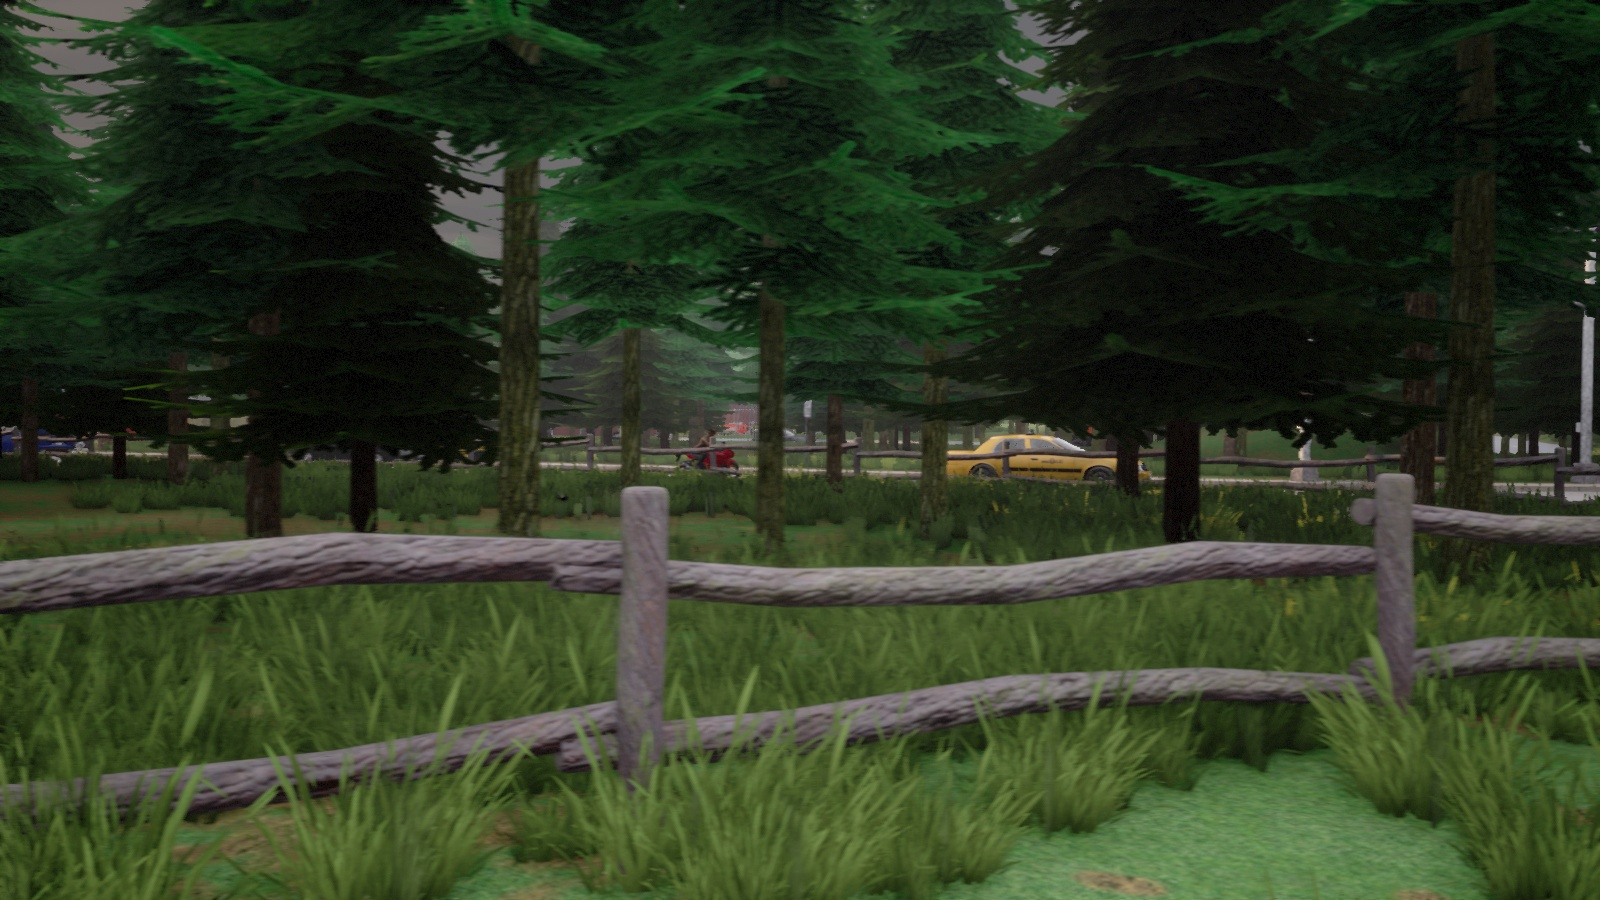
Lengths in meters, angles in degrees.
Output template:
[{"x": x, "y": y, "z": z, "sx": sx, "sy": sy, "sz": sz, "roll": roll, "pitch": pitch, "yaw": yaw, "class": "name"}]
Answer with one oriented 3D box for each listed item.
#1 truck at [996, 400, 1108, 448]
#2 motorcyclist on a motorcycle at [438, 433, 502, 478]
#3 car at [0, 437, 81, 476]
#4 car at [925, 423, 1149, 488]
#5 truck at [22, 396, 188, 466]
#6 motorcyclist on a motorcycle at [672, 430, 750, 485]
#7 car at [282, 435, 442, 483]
[{"x": 19.233, "y": -1.961, "z": 95.798, "sx": 7.936, "sy": 3.462, "sz": 2.891, "roll": 0, "pitch": 1, "yaw": 22, "class": "truck"}, {"x": -11.375, "y": 0.181, "z": 43.244, "sx": 2.044, "sy": 1.523, "sz": 0.797, "roll": 0, "pitch": 1, "yaw": 23, "class": "motorcyclist on a motorcycle"}, {"x": -32.601, "y": 0.252, "z": 52.410, "sx": 5.008, "sy": 1.535, "sz": 1.882, "roll": 0, "pitch": 1, "yaw": 24, "class": "car"}, {"x": 6.036, "y": 0.128, "z": 32.133, "sx": 5.366, "sy": 1.575, "sz": 1.801, "roll": 0, "pitch": 1, "yaw": 23, "class": "car"}, {"x": -40.150, "y": -1.104, "z": 72.978, "sx": 2.891, "sy": 3.827, "sz": 8.468, "roll": 0, "pitch": 1, "yaw": 22, "class": "truck"}, {"x": -2.546, "y": 0.207, "z": 35.736, "sx": 2.044, "sy": 1.523, "sz": 0.797, "roll": -1, "pitch": 1, "yaw": 23, "class": "motorcyclist on a motorcycle"}, {"x": -14.167, "y": 0.277, "z": 40.619, "sx": 4.892, "sy": 1.490, "sz": 1.837, "roll": 0, "pitch": 1, "yaw": 23, "class": "car"}]
